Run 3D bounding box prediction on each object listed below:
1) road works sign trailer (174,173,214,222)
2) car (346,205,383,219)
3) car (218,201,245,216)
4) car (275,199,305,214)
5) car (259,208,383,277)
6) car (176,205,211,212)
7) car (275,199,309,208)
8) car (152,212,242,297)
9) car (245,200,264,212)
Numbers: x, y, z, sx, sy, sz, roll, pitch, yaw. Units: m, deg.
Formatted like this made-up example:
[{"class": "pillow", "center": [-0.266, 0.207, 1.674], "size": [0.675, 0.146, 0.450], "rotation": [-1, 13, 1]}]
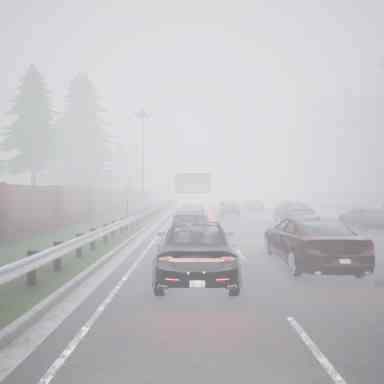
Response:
[{"class": "road works sign trailer", "center": [0.062, 0.464, 22.956], "size": [2.380, 3.560, 2.880], "rotation": [0, 0, -1]}, {"class": "car", "center": [10.595, 1.563, 20.201], "size": [1.994, 1.385, 4.181], "rotation": [0, 0, 0]}, {"class": "car", "center": [3.599, 1.547, 32.952], "size": [2.033, 1.411, 5.357], "rotation": [0, 0, 0]}, {"class": "car", "center": [10.592, 1.504, 36.373], "size": [1.837, 1.490, 4.892], "rotation": [0, 0, 0]}, {"class": "car", "center": [3.598, 1.477, 10.298], "size": [1.882, 1.535, 5.008], "rotation": [0, 0, 0]}, {"class": "car", "center": [0.042, 1.474, 19.036], "size": [1.882, 1.535, 5.008], "rotation": [0, 0, 5]}, {"class": "car", "center": [7.095, 1.489, 23.503], "size": [2.128, 1.511, 4.902], "rotation": [0, 0, 0]}, {"class": "car", "center": [0.098, 1.491, 8.595], "size": [2.128, 1.511, 4.902], "rotation": [0, 0, 0]}, {"class": "car", "center": [7.088, 1.564, 38.624], "size": [1.994, 1.385, 4.181], "rotation": [0, 0, 1]}]
